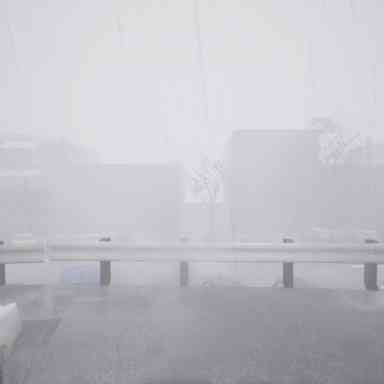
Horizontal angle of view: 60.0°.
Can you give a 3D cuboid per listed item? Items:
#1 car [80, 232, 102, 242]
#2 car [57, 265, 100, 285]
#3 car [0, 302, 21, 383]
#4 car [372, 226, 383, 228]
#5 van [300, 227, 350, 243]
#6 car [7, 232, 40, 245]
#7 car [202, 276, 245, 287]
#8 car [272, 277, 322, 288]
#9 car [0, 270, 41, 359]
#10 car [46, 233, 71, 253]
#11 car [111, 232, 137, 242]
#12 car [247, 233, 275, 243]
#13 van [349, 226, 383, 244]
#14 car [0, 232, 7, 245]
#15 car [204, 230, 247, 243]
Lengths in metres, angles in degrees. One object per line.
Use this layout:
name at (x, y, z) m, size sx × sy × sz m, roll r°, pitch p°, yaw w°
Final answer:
car at (-9.222, 4.459, 30.413) m, size 1.946 × 1.575 × 5.366 m, roll 0°, pitch 0°, yaw -18°
car at (-4.389, 4.413, 13.122) m, size 2.435 × 2.045 × 5.566 m, roll 0°, pitch 1°, yaw -18°
car at (-2.476, 1.600, 1.807) m, size 1.895 × 1.301 × 4.718 m, roll 0°, pitch 0°, yaw -15°
car at (17.478, 4.212, 29.466) m, size 2.435 × 2.045 × 5.566 m, roll 0°, pitch 0°, yaw -18°
van at (11.508, 4.238, 29.767) m, size 1.878 × 1.987 × 4.442 m, roll 0°, pitch 0°, yaw -18°
car at (-15.137, 4.458, 30.581) m, size 1.946 × 1.575 × 5.366 m, roll 0°, pitch 0°, yaw -18°
car at (1.636, 4.538, 13.011) m, size 2.185 × 1.767 × 4.553 m, roll 0°, pitch 2°, yaw -18°
car at (4.665, 4.539, 12.934) m, size 2.185 × 1.767 × 4.553 m, roll 0°, pitch 1°, yaw -18°
car at (-7.482, 4.655, 13.416) m, size 1.946 × 1.575 × 5.366 m, roll -1°, pitch 2°, yaw -18°
car at (-12.109, 4.461, 30.324) m, size 2.097 × 1.535 × 5.008 m, roll 0°, pitch 0°, yaw -18°
car at (-6.182, 4.491, 30.133) m, size 2.163 × 1.488 × 4.792 m, roll 0°, pitch 0°, yaw -18°
car at (5.639, 4.465, 29.823) m, size 2.231 × 1.521 × 4.892 m, roll 0°, pitch 0°, yaw -19°
van at (14.466, 4.238, 29.683) m, size 1.878 × 1.987 × 4.442 m, roll 0°, pitch 0°, yaw -18°
car at (-18.037, 4.459, 30.489) m, size 2.097 × 1.535 × 5.008 m, roll 0°, pitch 0°, yaw -18°
car at (2.667, 4.338, 29.936) m, size 2.185 × 1.767 × 4.553 m, roll 0°, pitch 0°, yaw -18°
